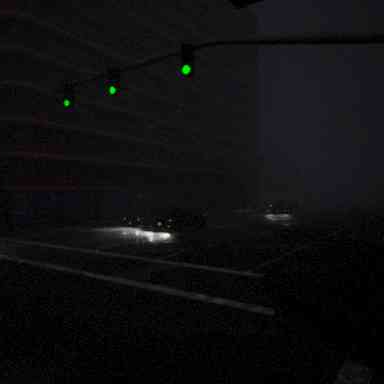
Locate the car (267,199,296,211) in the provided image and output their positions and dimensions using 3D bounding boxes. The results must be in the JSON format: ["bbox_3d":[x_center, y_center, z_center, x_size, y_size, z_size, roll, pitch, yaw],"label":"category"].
[{"bbox_3d":[12.529,1.754,46.392,2.033,1.411,5.357,-1,-1,36],"label":"car"}]

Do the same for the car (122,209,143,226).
[{"bbox_3d":[-2.710,1.751,24.925,2.033,1.411,5.357,-1,0,35],"label":"car"}]

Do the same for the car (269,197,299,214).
[{"bbox_3d":[10.361,1.515,37.340,2.097,1.767,4.553,-1,0,35],"label":"car"}]

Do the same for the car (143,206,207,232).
[{"bbox_3d":[-0.812,1.724,21.546,1.994,1.385,4.181,-1,0,35],"label":"car"}]

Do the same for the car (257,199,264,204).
[{"bbox_3d":[12.571,1.799,70.115,5.008,1.535,1.882,-1,0,23],"label":"car"}]
